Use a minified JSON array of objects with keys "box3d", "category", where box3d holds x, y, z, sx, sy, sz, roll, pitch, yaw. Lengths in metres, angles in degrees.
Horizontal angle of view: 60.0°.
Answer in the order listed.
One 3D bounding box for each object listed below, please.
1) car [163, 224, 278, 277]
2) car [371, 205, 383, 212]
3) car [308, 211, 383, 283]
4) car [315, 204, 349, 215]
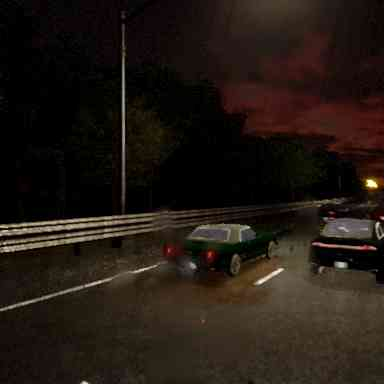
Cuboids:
[{"box3d":[1.188,1.694,10.767,1.895,1.301,4.718,-1,-1,33],"category":"car"},{"box3d":[14.769,1.688,25.401,1.812,1.442,4.674,-1,-1,33],"category":"car"},{"box3d":[4.929,1.565,10.107,2.128,1.511,4.902,-1,-1,33],"category":"car"},{"box3d":[10.878,1.687,25.811,1.837,1.490,4.892,-1,-1,33],"category":"car"}]
